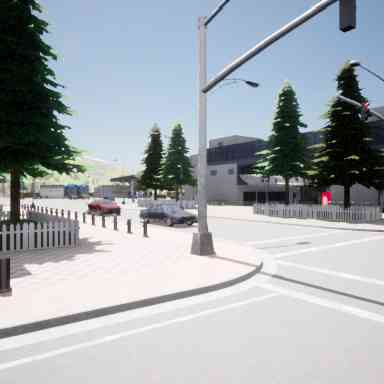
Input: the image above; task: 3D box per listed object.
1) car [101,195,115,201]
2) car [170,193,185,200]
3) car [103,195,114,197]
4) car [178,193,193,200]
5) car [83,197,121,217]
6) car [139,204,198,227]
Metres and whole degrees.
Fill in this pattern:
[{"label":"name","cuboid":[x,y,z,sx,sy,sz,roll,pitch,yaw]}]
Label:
[{"label":"car","cuboid":[-20.905,1.400,82.753,1.970,1.475,3.806,0,0,-37]},{"label":"car","cuboid":[-3.866,1.113,85.958,1.932,1.855,4.605,0,0,-37]},{"label":"car","cuboid":[-18.887,1.389,75.015,1.845,1.501,3.633,0,0,-37]},{"label":"car","cuboid":[-1.776,1.092,88.018,1.905,1.878,3.866,0,0,-37]},{"label":"car","cuboid":[-8.567,1.493,32.254,1.882,1.535,5.008,0,0,-37]},{"label":"car","cuboid":[-1.790,1.563,23.252,2.033,1.411,5.357,0,0,-37]}]
